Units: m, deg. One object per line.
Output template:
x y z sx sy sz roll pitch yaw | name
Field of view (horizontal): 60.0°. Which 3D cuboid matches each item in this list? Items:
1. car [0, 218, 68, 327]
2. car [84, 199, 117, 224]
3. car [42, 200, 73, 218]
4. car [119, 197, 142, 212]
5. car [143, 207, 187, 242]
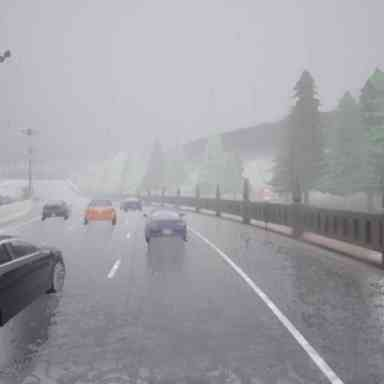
-3.751 1.485 5.798 2.128 1.511 4.902 0 0 -4 | car
-6.532 1.270 24.044 2.097 1.767 4.553 0 0 -13 | car
-10.887 1.435 26.926 1.837 1.490 4.892 0 0 -15 | car
-6.911 1.332 37.217 1.882 1.535 5.008 0 0 -20 | car
-1.328 1.454 15.837 1.812 1.442 4.674 0 0 -8 | car
